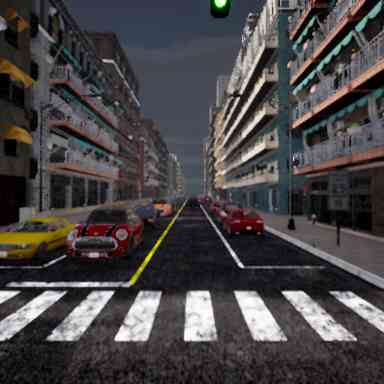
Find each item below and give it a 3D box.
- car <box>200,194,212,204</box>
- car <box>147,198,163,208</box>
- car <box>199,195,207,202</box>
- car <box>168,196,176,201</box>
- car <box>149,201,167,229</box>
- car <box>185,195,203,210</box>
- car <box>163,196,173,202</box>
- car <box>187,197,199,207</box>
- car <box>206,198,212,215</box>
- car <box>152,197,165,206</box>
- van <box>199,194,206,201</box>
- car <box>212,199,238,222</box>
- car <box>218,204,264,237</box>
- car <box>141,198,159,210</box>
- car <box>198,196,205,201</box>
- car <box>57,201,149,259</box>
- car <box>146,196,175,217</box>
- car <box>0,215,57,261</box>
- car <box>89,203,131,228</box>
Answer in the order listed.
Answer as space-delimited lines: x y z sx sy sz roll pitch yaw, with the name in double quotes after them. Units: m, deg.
3.016 1.469 66.342 2.097 1.767 4.553 0 0 0 "car"
-5.670 1.640 51.187 2.008 1.369 4.403 1 0 0 "car"
2.720 1.595 84.311 1.967 1.590 4.097 1 0 0 "car"
-5.660 1.729 95.374 2.008 1.369 4.403 1 0 0 "car"
-3.095 1.585 22.088 2.033 1.411 5.357 0 0 0 "car"
0.109 1.554 44.093 1.882 1.535 5.008 0 0 0 "car"
-5.664 1.694 78.803 2.008 1.369 4.403 1 0 0 "car"
0.114 1.601 54.361 1.837 1.490 4.892 0 0 0 "car"
2.706 1.641 34.600 1.802 1.307 4.206 1 0 0 "car"
-5.669 1.644 56.710 1.887 1.381 4.507 1 0 0 "car"
2.722 1.508 89.835 1.690 1.788 3.998 1 0 0 "van"
2.705 1.480 23.554 1.967 1.590 4.097 1 0 0 "car"
2.703 1.575 18.030 1.887 1.381 4.507 1 0 0 "car"
-5.672 1.604 45.493 1.752 1.417 4.829 1 0 0 "car"
2.721 1.723 95.358 1.887 1.381 4.507 0 0 0 "car"
-3.070 1.373 12.597 2.097 1.767 4.553 0 0 -1 "car"
-3.083 1.406 31.878 2.097 1.767 4.553 0 0 0 "car"
-5.679 1.546 12.352 1.752 1.417 4.829 1 0 0 "car"
-5.677 1.584 23.569 1.887 1.381 4.507 1 0 0 "car"
